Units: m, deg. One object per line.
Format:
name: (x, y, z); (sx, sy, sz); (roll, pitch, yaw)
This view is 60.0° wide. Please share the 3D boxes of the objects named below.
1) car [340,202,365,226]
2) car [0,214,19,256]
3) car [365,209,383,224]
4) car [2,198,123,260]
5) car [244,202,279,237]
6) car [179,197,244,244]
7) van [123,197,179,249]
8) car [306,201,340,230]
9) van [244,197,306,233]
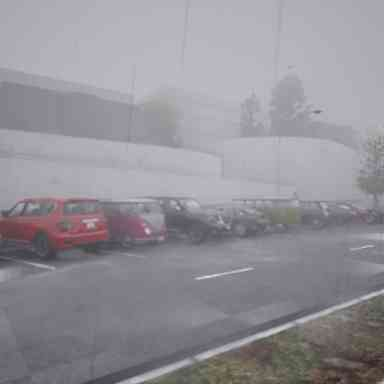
car: (9.025, 1.515, 23.015); (4.674, 1.452, 2.002); (-1, 0, 35)
car: (-7.985, 1.535, 10.900); (4.674, 1.452, 2.002); (-1, -1, 35)
car: (11.496, 1.500, 24.749); (4.792, 1.488, 2.163); (-1, -1, 34)
car: (-5.585, 1.246, 12.651); (5.566, 2.045, 2.435); (-1, -1, 35)
car: (1.738, 1.487, 17.823); (4.892, 1.521, 2.231); (-1, 0, 35)
car: (-0.671, 1.238, 16.088); (5.566, 2.045, 2.435); (-1, -1, 35)
van: (-3.028, 1.267, 14.307); (4.442, 1.987, 1.878); (-1, -1, 35)
car: (6.617, 1.352, 21.271); (4.553, 1.767, 2.185); (-1, 0, 34)
van: (4.064, 1.258, 19.624); (4.442, 1.987, 1.878); (-1, 0, 35)
